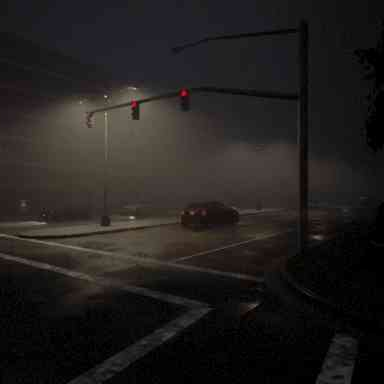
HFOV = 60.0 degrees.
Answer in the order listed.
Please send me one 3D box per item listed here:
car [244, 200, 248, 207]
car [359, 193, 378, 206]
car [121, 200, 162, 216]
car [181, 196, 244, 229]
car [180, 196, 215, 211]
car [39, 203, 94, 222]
[{"bbox_3d":[6.616,1.563,49.394,1.994,1.385,4.181,0,0,35],"label":"car"},{"bbox_3d":[28.732,1.221,54.038,2.150,2.045,5.566,0,0,36],"label":"car"},{"bbox_3d":[-4.951,1.522,33.467,1.812,1.442,4.674,0,0,36],"label":"car"},{"bbox_3d":[1.271,1.351,22.121,2.097,1.767,4.553,0,0,36],"label":"car"},{"bbox_3d":[0.779,1.351,41.364,2.097,1.767,4.553,0,0,36],"label":"car"},{"bbox_3d":[-9.941,1.562,26.585,1.994,1.385,4.181,0,0,36],"label":"car"}]
